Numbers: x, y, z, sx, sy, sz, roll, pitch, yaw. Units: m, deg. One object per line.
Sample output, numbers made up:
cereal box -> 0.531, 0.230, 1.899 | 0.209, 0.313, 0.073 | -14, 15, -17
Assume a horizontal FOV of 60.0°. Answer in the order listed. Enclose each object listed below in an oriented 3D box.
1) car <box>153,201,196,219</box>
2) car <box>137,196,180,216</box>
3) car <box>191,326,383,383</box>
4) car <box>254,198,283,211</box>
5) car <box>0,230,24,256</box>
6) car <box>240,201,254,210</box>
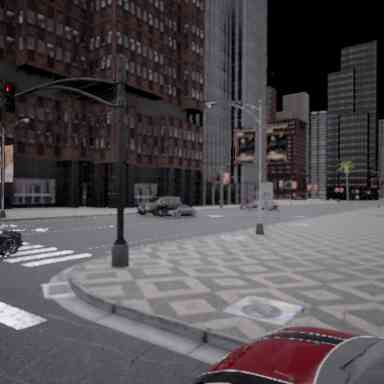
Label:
car -> -1.363, 1.832, 32.105 | 1.994, 1.385, 4.181 | 1, -1, 35
car -> -3.274, 1.483, 35.032 | 2.150, 2.045, 5.566 | 1, 0, 35
car -> 1.734, 1.444, 1.726 | 4.097, 1.590, 1.967 | 0, 0, 35
car -> 11.706, 2.110, 50.498 | 1.837, 1.490, 4.892 | 1, -1, 35
car -> -7.420, 1.561, 10.271 | 2.033, 1.411, 5.357 | 0, -1, 2
car -> 9.262, 2.108, 52.667 | 1.812, 1.442, 4.674 | 1, -1, 35
